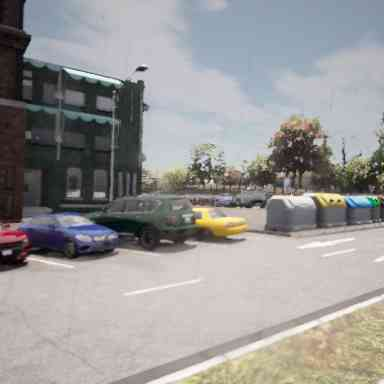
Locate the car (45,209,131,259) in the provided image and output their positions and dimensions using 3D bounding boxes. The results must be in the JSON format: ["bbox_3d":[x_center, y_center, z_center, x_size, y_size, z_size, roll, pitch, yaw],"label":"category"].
[{"bbox_3d":[-4.777,1.502,12.522,4.674,1.452,2.002,-1,-1,35],"label":"car"}]

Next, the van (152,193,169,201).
[{"bbox_3d":[-8.242,1.401,86.782,1.878,1.987,4.442,1,-2,35],"label":"van"}]

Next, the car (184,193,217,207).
[{"bbox_3d":[1.173,0.990,43.268,2.185,1.767,4.553,0,-1,35],"label":"car"}]

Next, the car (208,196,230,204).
[{"bbox_3d":[5.460,1.620,66.819,2.231,1.521,4.892,1,-2,35],"label":"car"}]

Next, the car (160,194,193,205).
[{"bbox_3d":[-2.181,1.118,48.147,2.231,1.521,4.892,0,-1,35],"label":"car"}]

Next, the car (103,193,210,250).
[{"bbox_3d":[-2.344,1.201,14.278,5.566,2.045,2.435,-1,0,35],"label":"car"}]

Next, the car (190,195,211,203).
[{"bbox_3d":[1.924,1.610,71.631,1.946,1.575,5.366,1,-2,35],"label":"car"}]

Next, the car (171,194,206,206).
[{"bbox_3d":[-0.396,1.116,45.877,1.946,1.575,5.366,0,-1,35],"label":"car"}]

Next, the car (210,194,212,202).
[{"bbox_3d":[2.875,1.117,40.858,2.231,1.521,4.892,0,-1,35],"label":"car"}]

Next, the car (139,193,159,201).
[{"bbox_3d":[-11.759,1.370,91.622,2.435,2.045,5.566,1,-2,35],"label":"car"}]

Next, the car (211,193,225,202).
[{"bbox_3d":[4.566,1.155,38.431,2.002,1.452,4.674,1,0,35],"label":"car"}]

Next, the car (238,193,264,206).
[{"bbox_3d":[10.643,1.366,59.354,2.435,2.045,5.566,1,-2,35],"label":"car"}]

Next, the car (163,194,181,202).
[{"bbox_3d":[-4.893,1.495,81.696,2.185,1.767,4.553,1,-2,35],"label":"car"}]

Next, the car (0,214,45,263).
[{"bbox_3d":[-7.248,1.467,10.776,5.008,1.535,2.097,-1,-1,35],"label":"car"}]

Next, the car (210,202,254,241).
[{"bbox_3d":[-0.003,1.434,16.119,5.366,1.575,1.946,-1,0,35],"label":"car"}]

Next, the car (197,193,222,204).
[{"bbox_3d":[3.738,1.368,69.285,2.435,2.045,5.566,1,-2,35],"label":"car"}]

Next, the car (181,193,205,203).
[{"bbox_3d":[0.329,1.371,74.298,2.435,2.045,5.566,1,-2,35],"label":"car"}]

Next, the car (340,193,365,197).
[{"bbox_3d":[21.008,1.364,44.512,2.435,2.045,5.566,1,-2,35],"label":"car"}]

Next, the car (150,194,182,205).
[{"bbox_3d":[-3.882,1.147,50.556,2.163,1.488,4.792,1,0,35],"label":"car"}]

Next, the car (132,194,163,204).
[{"bbox_3d":[-7.345,1.113,55.288,1.946,1.575,5.366,1,0,35],"label":"car"}]

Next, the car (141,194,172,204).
[{"bbox_3d":[-5.551,1.118,53.008,2.097,1.535,5.008,0,-1,35],"label":"car"}]

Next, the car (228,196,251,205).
[{"bbox_3d":[8.906,1.647,61.829,2.163,1.488,4.792,1,-2,35],"label":"car"}]

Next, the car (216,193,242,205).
[{"bbox_3d":[7.228,1.369,64.369,2.435,2.045,5.566,1,-2,35],"label":"car"}]

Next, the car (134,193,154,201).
[{"bbox_3d":[-13.470,1.371,94.159,2.435,2.045,5.566,1,-2,35],"label":"car"}]

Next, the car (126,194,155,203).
[{"bbox_3d":[-8.936,1.119,57.877,2.097,1.535,5.008,1,0,35],"label":"car"}]

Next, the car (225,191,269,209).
[{"bbox_3d":[6.248,0.863,35.976,2.435,2.045,5.566,1,0,35],"label":"car"}]
